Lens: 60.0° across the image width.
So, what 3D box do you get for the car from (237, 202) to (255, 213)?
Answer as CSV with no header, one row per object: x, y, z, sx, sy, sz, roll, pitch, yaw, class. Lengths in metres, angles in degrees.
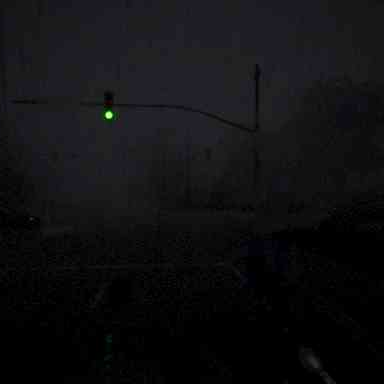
7.118,1.461,34.297,4.718,1.301,1.895,1,0,-15,car

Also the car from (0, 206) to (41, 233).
-10.838,1.477,18.265,4.674,1.442,1.812,0,1,-16,car

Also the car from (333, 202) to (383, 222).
12.984,1.539,24.922,4.902,1.511,2.128,1,0,-16,car

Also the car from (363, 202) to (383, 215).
22.335,1.966,38.543,4.181,1.385,1.994,3,0,-16,car

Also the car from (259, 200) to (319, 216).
9.147,1.470,31.196,5.357,1.411,2.033,1,0,-12,car
